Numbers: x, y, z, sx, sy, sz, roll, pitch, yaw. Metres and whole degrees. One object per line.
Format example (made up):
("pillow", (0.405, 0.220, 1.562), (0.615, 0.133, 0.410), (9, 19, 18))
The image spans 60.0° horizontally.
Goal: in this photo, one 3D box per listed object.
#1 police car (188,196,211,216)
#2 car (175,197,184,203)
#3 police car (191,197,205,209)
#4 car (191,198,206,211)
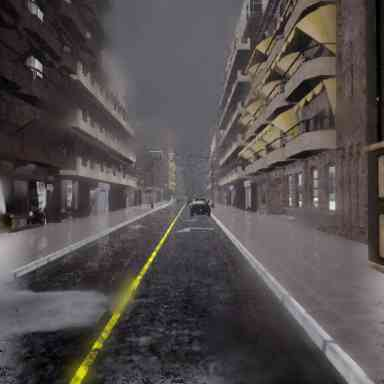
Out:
("police car", (0.825, 1.508, 33.597), (1.930, 1.638, 5.238), (0, 0, 0))
("car", (-2.750, 1.868, 75.969), (2.033, 1.411, 5.357), (0, 0, 0))
("police car", (0.825, 1.607, 49.599), (1.930, 1.638, 5.238), (0, 0, 0))
("car", (0.825, 1.595, 43.679), (1.801, 1.575, 5.366), (0, 0, 0))
